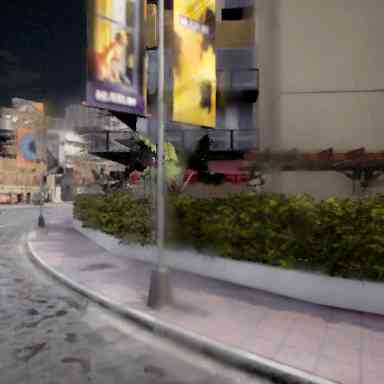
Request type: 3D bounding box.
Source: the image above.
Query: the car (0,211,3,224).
[{"bbox_3d":[-15.478,1.776,24.538,1.837,1.490,4.892,0,0,-17],"label":"car"}]
